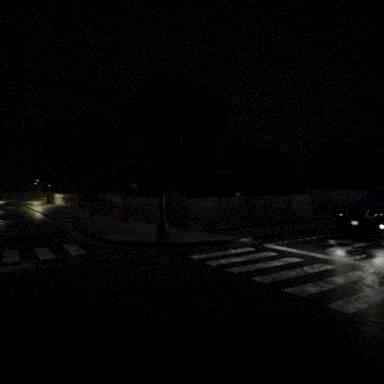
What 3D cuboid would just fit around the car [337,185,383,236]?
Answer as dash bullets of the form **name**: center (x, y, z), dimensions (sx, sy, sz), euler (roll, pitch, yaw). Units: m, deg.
- **car**: center (8.526, 0.699, 13.703), dimensions (5.566, 2.045, 2.150), euler (-2, 1, -27)
